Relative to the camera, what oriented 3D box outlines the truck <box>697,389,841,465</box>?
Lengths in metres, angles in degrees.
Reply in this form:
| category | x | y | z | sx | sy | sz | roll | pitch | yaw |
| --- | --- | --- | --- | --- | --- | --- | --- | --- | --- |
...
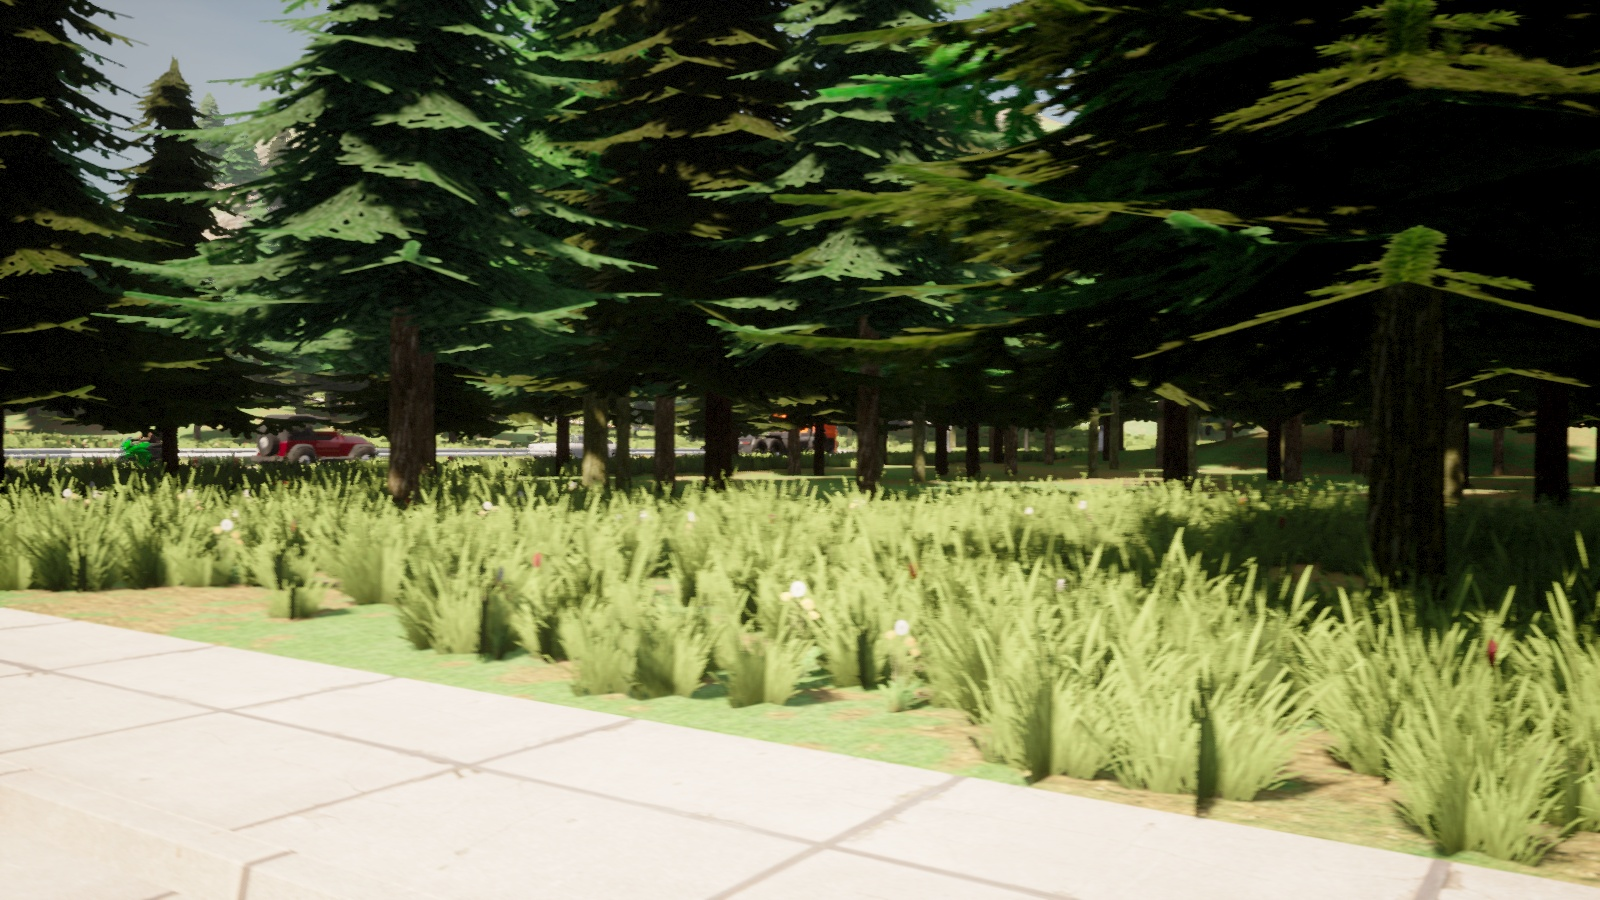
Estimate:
| category | x | y | z | sx | sy | sz | roll | pitch | yaw |
| --- | --- | --- | --- | --- | --- | --- | --- | --- | --- |
| truck | -1.371 | -1.107 | 61.661 | 2.891 | 3.462 | 7.936 | 0 | 1 | 35 |

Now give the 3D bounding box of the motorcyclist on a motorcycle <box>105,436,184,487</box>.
| category | x | y | z | sx | sy | sz | roll | pitch | yaw |
| --- | --- | --- | --- | --- | --- | --- | --- | --- | --- |
| motorcyclist on a motorcycle | -20.480 | 0.336 | 39.293 | 0.797 | 1.523 | 2.044 | 0 | 1 | 33 |

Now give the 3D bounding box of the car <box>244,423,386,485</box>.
| category | x | y | z | sx | sy | sz | roll | pitch | yaw |
| --- | --- | --- | --- | --- | --- | --- | --- | --- | --- |
| car | -15.577 | 0.089 | 40.466 | 1.905 | 1.878 | 3.866 | 0 | 1 | 33 |

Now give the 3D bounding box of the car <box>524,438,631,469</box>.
| category | x | y | z | sx | sy | sz | roll | pitch | yaw |
| --- | --- | --- | --- | --- | --- | --- | --- | --- | --- |
| car | -9.804 | 0.135 | 55.601 | 1.895 | 1.301 | 4.718 | 0 | 1 | 34 |
